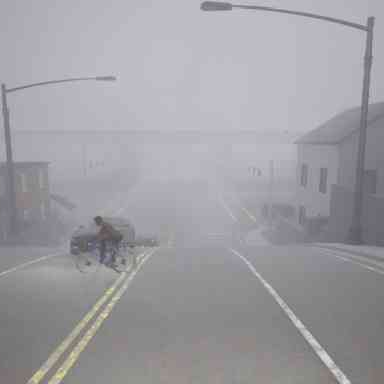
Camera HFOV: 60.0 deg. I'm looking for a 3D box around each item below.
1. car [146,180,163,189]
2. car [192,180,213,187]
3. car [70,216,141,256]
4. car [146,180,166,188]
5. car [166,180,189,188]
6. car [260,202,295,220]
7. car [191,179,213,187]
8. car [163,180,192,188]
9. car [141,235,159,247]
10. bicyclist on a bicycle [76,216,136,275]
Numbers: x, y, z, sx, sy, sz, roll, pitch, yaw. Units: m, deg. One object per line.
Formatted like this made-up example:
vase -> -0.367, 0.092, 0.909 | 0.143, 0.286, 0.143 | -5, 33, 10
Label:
car -> -7.784, -1.688, 72.400 | 4.974, 1.542, 2.038 | 8, 11, 43
car -> 2.190, -1.811, 73.199 | 4.974, 1.542, 2.038 | 4, 9, 28
car -> -3.646, 1.797, 14.380 | 1.882, 1.535, 5.008 | 0, -5, -1
car -> -7.822, -1.849, 72.413 | 4.536, 1.218, 1.853 | 8, 11, 43
car -> -3.134, -1.854, 72.422 | 4.536, 1.218, 1.853 | -6, 10, -36
car -> 11.659, 2.378, 42.813 | 5.566, 2.045, 2.150 | 0, 8, 1
car -> 2.144, -1.971, 73.201 | 4.536, 1.218, 1.853 | 4, 9, 28
car -> -3.176, -1.693, 72.414 | 4.974, 1.542, 2.038 | -6, 10, -36
car -> -3.796, 4.168, 27.450 | 1.895, 1.301, 4.718 | 0, -9, -1
bicyclist on a bicycle -> -2.377, 1.471, 9.118 | 1.656, 1.620, 0.582 | -2, 1, 1
